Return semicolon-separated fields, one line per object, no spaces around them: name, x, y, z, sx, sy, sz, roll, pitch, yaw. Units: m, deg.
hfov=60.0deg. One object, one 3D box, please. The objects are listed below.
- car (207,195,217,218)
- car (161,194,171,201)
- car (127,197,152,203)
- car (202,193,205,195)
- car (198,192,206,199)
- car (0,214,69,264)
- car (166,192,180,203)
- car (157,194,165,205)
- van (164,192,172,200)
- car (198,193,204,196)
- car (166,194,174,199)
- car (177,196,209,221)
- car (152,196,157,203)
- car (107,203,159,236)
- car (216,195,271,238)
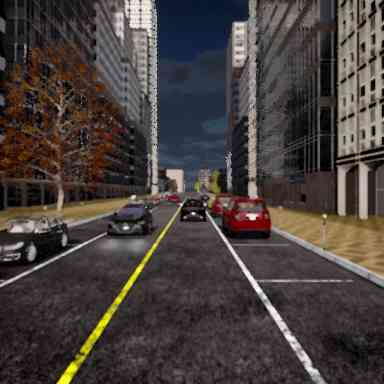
car;2.692;1.171;28.562;2.192;1.841;5.009;0;0;0
car;-5.695;1.144;74.111;1.887;1.381;4.507;0;0;0
car;-5.690;1.377;34.266;2.008;1.369;4.403;0;0;0
car;2.686;1.198;68.407;1.947;1.339;4.313;0;0;0
car;2.685;0.936;91.173;1.967;1.590;4.097;0;0;0
car;-5.688;1.494;11.497;2.008;1.369;4.403;0;0;0
car;-3.056;1.165;58.862;1.882;1.535;5.008;0;0;0
car;-5.692;1.313;51.341;1.802;1.307;4.206;0;0;0
van;-5.695;0.906;79.802;1.690;1.788;3.998;0;0;0
car;0.095;1.283;42.707;2.163;1.488;4.792;0;0;0
car;-5.696;1.113;85.496;1.802;1.307;4.206;0;0;0
car;0.096;1.348;25.760;1.882;1.535;5.008;0;0;0
car;-5.691;1.361;39.958;1.947;1.339;4.313;0;0;0
car;-3.102;1.477;17.563;1.994;1.385;4.181;0;0;0
car;2.693;1.230;17.177;2.192;1.841;5.009;0;0;0
